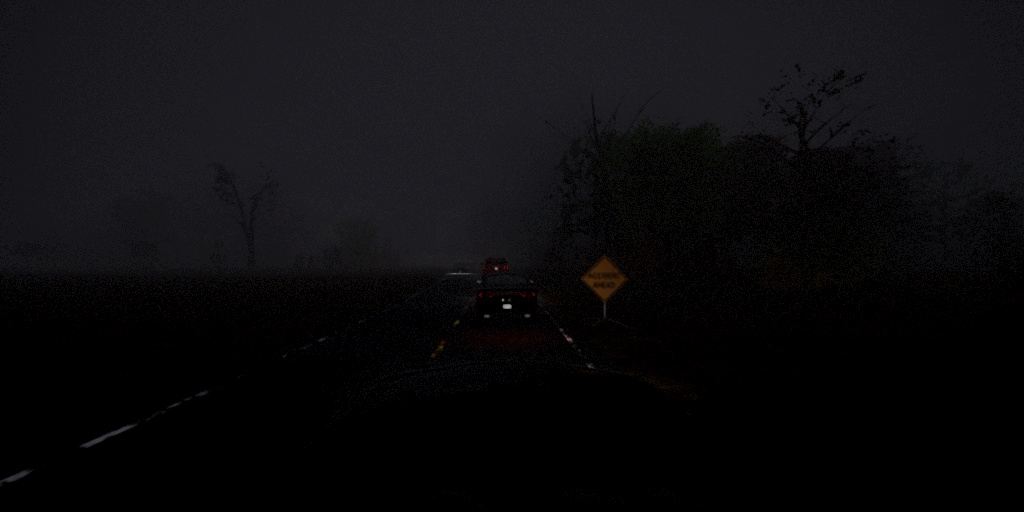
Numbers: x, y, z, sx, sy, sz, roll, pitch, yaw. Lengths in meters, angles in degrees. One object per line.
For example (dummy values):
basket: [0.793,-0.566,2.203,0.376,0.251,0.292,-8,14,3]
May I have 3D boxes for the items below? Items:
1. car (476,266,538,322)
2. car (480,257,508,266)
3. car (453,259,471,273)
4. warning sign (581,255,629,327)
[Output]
car: [-0.221,1.277,12.592,1.882,1.535,5.008,0,0,-2]
car: [-1.515,1.104,31.078,2.150,2.045,5.566,0,0,-6]
car: [-6.930,1.513,47.991,2.033,1.411,5.357,0,0,-9]
warning sign: [2.514,0.900,9.761,1.300,1.860,1.060,0,0,-2]
